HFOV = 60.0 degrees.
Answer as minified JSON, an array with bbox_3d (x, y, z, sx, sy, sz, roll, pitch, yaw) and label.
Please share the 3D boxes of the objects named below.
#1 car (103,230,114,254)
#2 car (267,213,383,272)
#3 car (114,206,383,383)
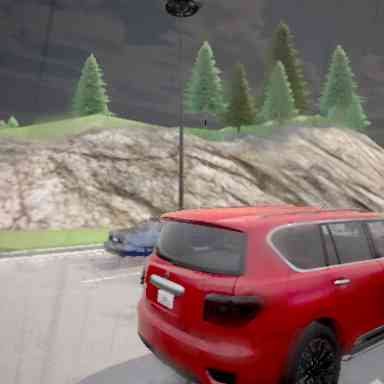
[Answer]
[{"bbox_3d":[-0.399,1.574,12.064,5.357,1.411,2.033,0,0,-36],"label":"car"},{"bbox_3d":[4.905,1.567,11.551,4.674,1.442,1.812,0,0,-35],"label":"car"},{"bbox_3d":[1.896,1.239,5.102,5.566,2.045,2.150,0,0,-35],"label":"car"}]
